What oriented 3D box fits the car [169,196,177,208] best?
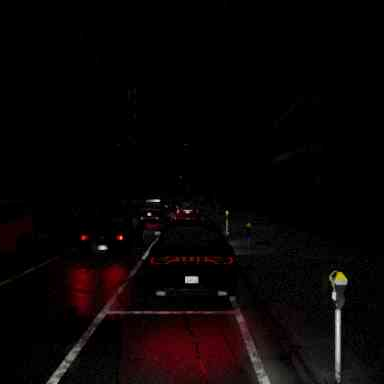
[{"bbox_3d":[-3.044,1.535,42.287,1.812,1.442,4.674,0,0,0],"label":"car"}]

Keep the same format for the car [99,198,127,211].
[{"bbox_3d":[-8.815,1.573,36.483,1.947,1.339,4.313,0,0,0],"label":"car"}]

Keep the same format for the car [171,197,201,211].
[{"bbox_3d":[-0.290,1.443,25.481,1.967,1.590,4.097,0,0,0],"label":"car"}]

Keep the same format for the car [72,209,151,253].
[{"bbox_3d":[-3.043,1.601,13.586,1.895,1.301,4.718,0,0,0],"label":"car"}]

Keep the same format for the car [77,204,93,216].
[{"bbox_3d":[-8.815,1.585,25.481,1.802,1.307,4.206,0,0,0],"label":"car"}]

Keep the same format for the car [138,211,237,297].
[{"bbox_3d":[-0.006,1.478,8.650,1.882,1.535,5.008,0,0,0],"label":"car"}]

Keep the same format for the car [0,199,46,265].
[{"bbox_3d":[-6.245,1.222,8.823,2.150,2.045,5.566,0,0,0],"label":"car"}]

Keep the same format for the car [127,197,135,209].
[{"bbox_3d":[-8.815,1.591,41.985,1.802,1.307,4.206,0,0,0],"label":"car"}]

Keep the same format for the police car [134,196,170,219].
[{"bbox_3d":[-3.145,1.428,27.050,1.930,1.638,5.238,0,0,0],"label":"police car"}]

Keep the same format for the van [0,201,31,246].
[{"bbox_3d":[-8.815,1.342,14.478,1.690,1.788,3.998,0,0,0],"label":"van"}]

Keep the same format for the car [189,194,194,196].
[{"bbox_3d":[-0.257,1.501,84.576,1.967,1.590,4.097,0,0,0],"label":"car"}]

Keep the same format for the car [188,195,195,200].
[{"bbox_3d":[-0.237,1.636,95.394,2.008,1.369,4.403,0,0,0],"label":"car"}]

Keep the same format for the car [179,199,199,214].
[{"bbox_3d":[-0.290,1.558,36.484,2.008,1.369,4.403,0,0,0],"label":"car"}]

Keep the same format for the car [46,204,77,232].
[{"bbox_3d":[-8.815,1.568,19.979,1.947,1.339,4.313,0,0,0],"label":"car"}]
